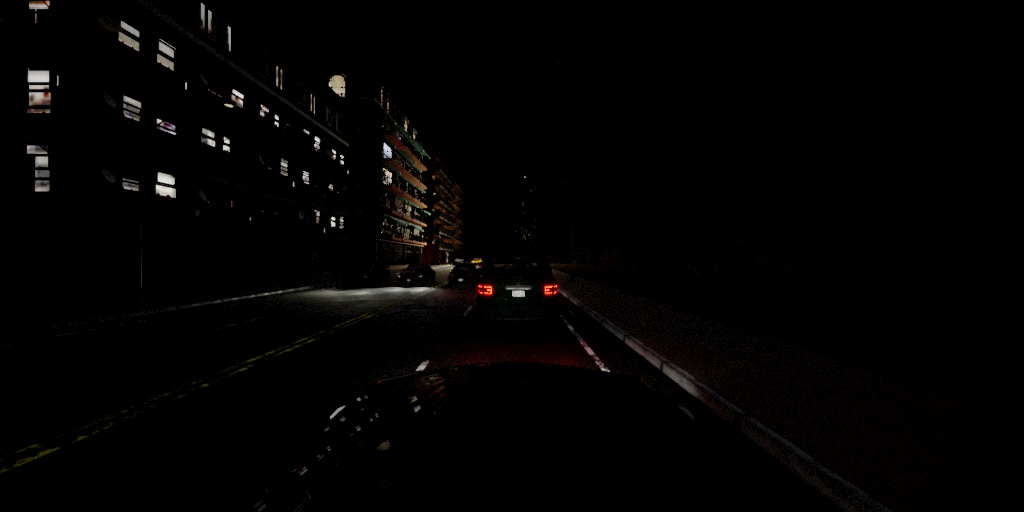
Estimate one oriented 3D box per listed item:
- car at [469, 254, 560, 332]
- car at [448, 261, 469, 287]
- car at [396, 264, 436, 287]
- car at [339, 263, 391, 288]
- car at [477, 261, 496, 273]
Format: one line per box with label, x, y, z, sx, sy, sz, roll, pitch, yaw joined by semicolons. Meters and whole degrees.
car;0.115;0.973;11.040;2.150;2.045;5.566;0;0;-1
car;-3.124;1.279;24.113;1.812;1.442;4.674;0;0;0
car;-6.559;1.279;25.079;1.812;1.442;4.674;0;0;0
car;-9.824;1.231;24.318;1.882;1.535;5.008;0;0;0
car;-3.102;1.301;44.829;2.033;1.411;5.357;0;0;0
